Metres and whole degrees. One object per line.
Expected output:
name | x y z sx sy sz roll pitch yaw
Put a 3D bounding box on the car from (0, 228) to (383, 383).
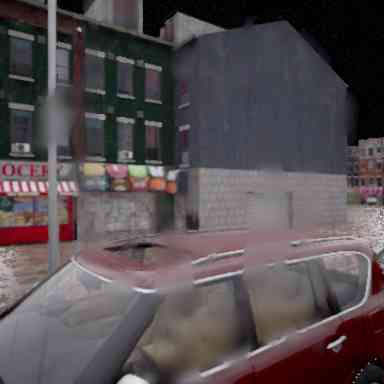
car | -0.203 1.321 2.675 5.009 1.841 2.192 0 -1 -35
